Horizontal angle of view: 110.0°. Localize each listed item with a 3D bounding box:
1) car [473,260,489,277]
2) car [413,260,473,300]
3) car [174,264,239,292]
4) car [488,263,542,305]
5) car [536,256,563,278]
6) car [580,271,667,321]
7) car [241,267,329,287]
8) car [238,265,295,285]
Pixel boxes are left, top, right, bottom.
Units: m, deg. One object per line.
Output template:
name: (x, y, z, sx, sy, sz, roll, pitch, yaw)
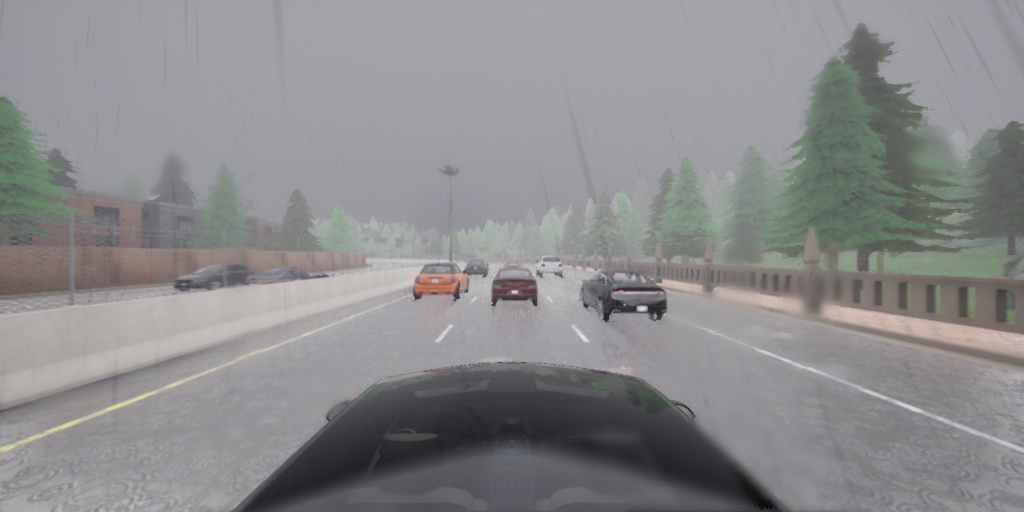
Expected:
car: (-3.391, 1.127, 35.488, 2.097, 1.767, 4.553, 0, 0, 0)
car: (-3.395, 1.114, 17.978, 2.097, 1.767, 4.553, 0, 0, 0)
car: (-17.593, 1.270, 21.652, 1.837, 1.490, 4.892, 0, 0, 0)
car: (0.104, 1.238, 16.240, 1.882, 1.535, 5.008, 0, 0, 0)
car: (3.611, 0.996, 34.998, 2.150, 2.045, 5.566, 0, 0, 0)
car: (3.603, 1.249, 12.349, 2.128, 1.511, 4.902, 0, 0, 0)
car: (-10.596, 1.363, 17.771, 1.895, 1.301, 4.718, 0, 0, 0)
car: (-14.093, 1.330, 22.051, 1.994, 1.385, 4.181, 0, 0, 0)
